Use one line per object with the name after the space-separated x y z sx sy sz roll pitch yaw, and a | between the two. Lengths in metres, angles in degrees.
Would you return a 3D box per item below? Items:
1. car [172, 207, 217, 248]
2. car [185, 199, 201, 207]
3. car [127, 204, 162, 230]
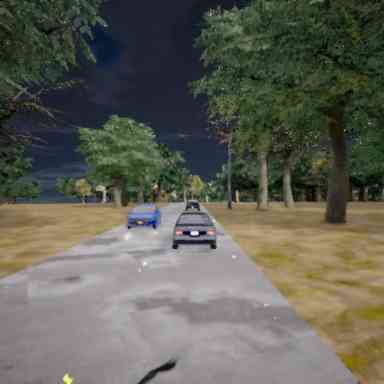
0.098 1.620 15.122 2.033 1.411 5.357 0 0 0 | car
0.094 1.724 45.127 1.837 1.490 4.892 0 0 0 | car
-3.099 1.581 22.400 1.882 1.535 5.008 0 0 0 | car
